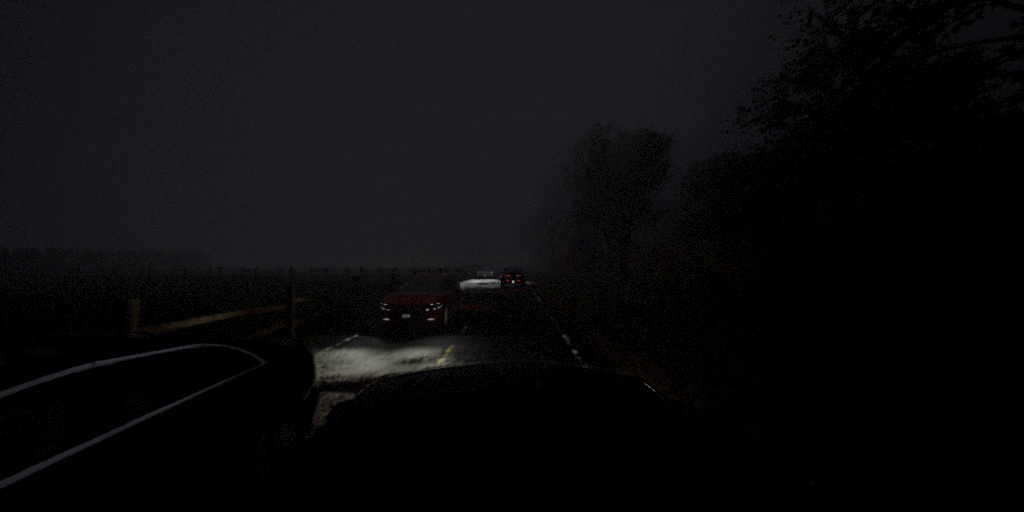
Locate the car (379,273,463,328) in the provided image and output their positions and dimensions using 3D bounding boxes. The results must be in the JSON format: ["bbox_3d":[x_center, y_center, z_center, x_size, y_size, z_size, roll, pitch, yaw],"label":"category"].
[{"bbox_3d":[-2.841,1.367,12.132,1.882,1.535,5.008,0,-1,0],"label":"car"}]

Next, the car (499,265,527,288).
[{"bbox_3d":[0.089,1.589,27.726,1.837,1.490,4.892,0,-1,0],"label":"car"}]

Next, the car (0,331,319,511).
[{"bbox_3d":[-2.847,1.241,1.620,2.128,1.511,4.902,0,-1,0],"label":"car"}]

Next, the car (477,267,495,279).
[{"bbox_3d":[-2.865,1.836,40.003,1.895,1.301,4.718,0,-1,0],"label":"car"}]
